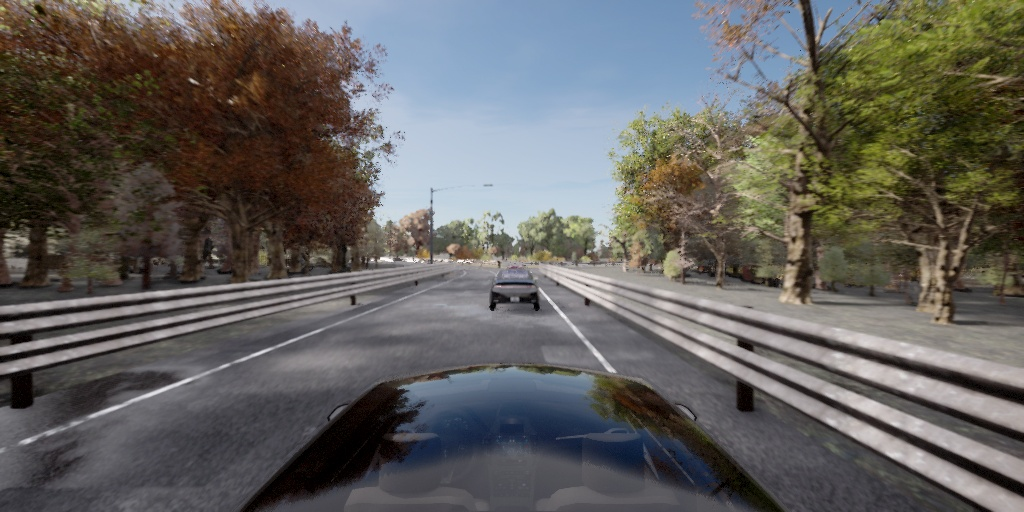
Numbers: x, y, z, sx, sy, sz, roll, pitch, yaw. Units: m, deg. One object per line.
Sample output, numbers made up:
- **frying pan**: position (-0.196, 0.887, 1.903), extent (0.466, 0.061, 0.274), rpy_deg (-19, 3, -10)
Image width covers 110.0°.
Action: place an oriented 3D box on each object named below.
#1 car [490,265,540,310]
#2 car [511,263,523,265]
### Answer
- **car**: position (0.101, 1.293, 14.907), extent (2.128, 1.511, 4.902), rpy_deg (0, 0, 0)
- **car**: position (0.745, 1.504, 45.837), extent (1.895, 1.301, 4.718), rpy_deg (1, 0, 8)
